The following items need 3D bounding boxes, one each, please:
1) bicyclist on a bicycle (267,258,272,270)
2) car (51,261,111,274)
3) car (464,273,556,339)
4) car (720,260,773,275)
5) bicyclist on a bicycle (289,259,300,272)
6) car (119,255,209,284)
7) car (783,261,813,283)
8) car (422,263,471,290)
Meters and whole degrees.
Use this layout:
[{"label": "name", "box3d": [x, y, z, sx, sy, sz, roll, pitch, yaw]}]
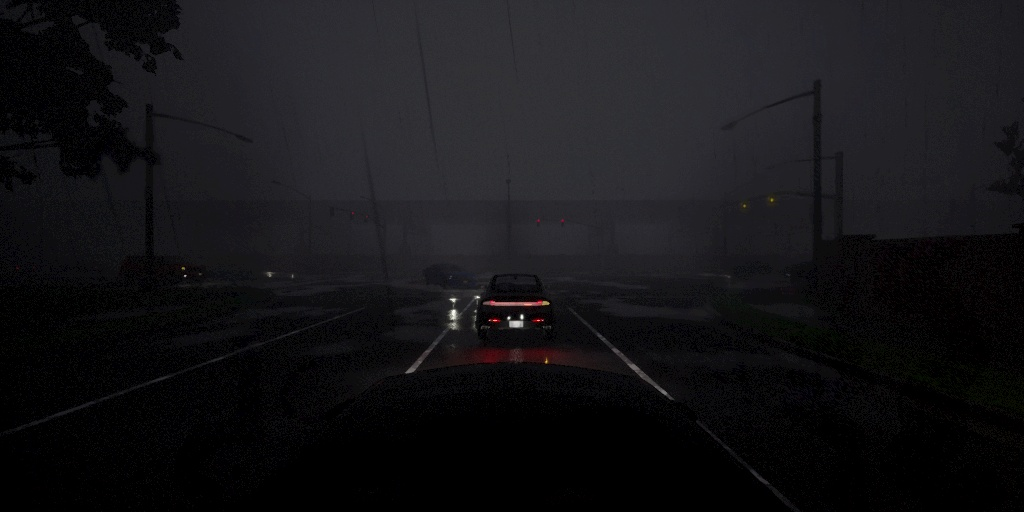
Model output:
[{"label": "bicyclist on a bicycle", "box3d": [-31.596, 1.050, 46.730, 0.582, 1.620, 1.656, 0, 0, -33]}, {"label": "car", "box3d": [-49.659, 1.297, 41.373, 5.357, 1.411, 2.033, 0, 0, 2]}, {"label": "car", "box3d": [0.096, 1.242, 10.074, 2.128, 1.511, 4.902, 0, 0, 0]}, {"label": "car", "box3d": [23.503, 1.140, 36.003, 4.674, 1.442, 1.812, -1, 0, 2]}, {"label": "bicyclist on a bicycle", "box3d": [-27.044, 1.203, 44.640, 0.582, 1.620, 1.656, 0, 0, 14]}, {"label": "car", "box3d": [-25.778, 0.969, 26.643, 5.566, 2.045, 2.150, 0, 0, 3]}, {"label": "car", "box3d": [22.033, 1.121, 25.334, 4.902, 1.511, 2.128, -1, 0, 2]}, {"label": "car", "box3d": [-4.076, 1.214, 22.783, 1.882, 1.535, 5.008, 3, -1, -34]}]
